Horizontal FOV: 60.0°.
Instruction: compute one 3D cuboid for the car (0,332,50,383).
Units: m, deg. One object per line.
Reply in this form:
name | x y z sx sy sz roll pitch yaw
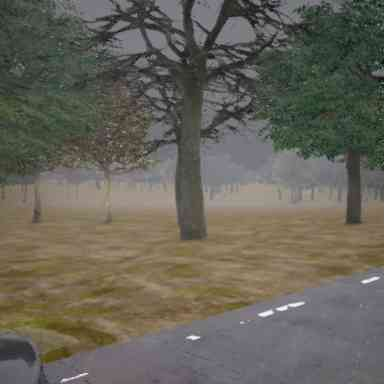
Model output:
car | -2.994 1.534 1.278 4.674 1.442 1.812 0 0 -35
